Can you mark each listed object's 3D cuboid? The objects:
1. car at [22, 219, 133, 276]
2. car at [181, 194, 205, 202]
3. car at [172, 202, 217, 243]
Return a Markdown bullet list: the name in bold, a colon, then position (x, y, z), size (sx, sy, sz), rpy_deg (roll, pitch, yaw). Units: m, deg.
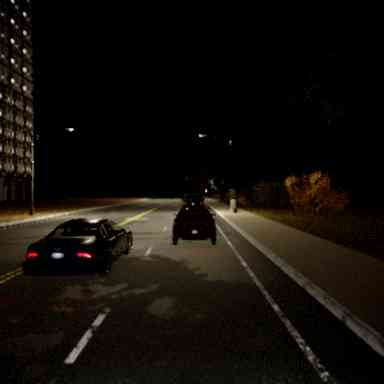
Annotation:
- **car**: position (-3.148, 1.535, 10.301), size (2.033, 1.411, 5.357), rpy_deg (0, 0, 0)
- **car**: position (0.103, 1.180, 32.453), size (2.150, 2.045, 5.566), rpy_deg (0, 0, 0)
- **car**: position (0.102, 1.458, 15.906), size (1.882, 1.535, 5.008), rpy_deg (0, 0, 0)
